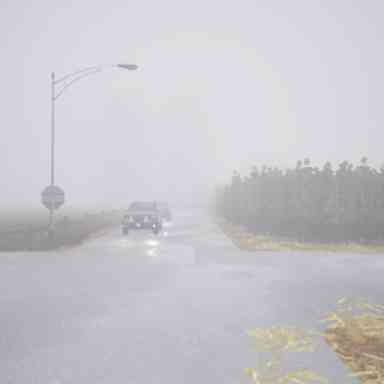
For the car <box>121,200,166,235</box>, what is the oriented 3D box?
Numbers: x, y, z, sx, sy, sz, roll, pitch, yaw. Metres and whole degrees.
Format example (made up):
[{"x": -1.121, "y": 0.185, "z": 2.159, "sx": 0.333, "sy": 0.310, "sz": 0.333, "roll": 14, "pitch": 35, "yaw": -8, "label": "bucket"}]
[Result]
[{"x": -3.206, "y": 1.630, "z": 22.273, "sx": 2.150, "sy": 2.045, "sz": 5.566, "roll": 0, "pitch": -1, "yaw": -1, "label": "car"}]

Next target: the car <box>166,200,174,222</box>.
[{"x": -3.248, "y": 1.826, "z": 33.478, "sx": 2.150, "sy": 2.045, "sz": 5.566, "roll": 0, "pitch": -1, "yaw": 0, "label": "car"}]

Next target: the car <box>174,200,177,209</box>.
[{"x": -3.169, "y": 1.887, "z": 48.682, "sx": 1.882, "sy": 1.535, "sz": 5.008, "roll": 0, "pitch": -1, "yaw": 0, "label": "car"}]

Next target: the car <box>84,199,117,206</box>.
[{"x": -16.333, "y": 2.484, "z": 60.792, "sx": 5.357, "sy": 1.411, "sz": 2.033, "roll": 0, "pitch": -1, "yaw": 0, "label": "car"}]
